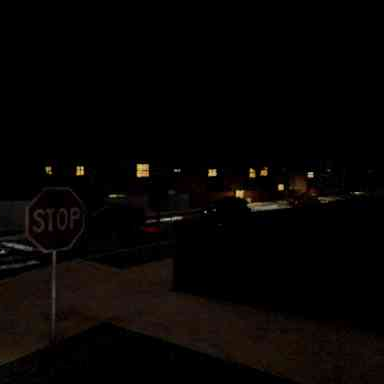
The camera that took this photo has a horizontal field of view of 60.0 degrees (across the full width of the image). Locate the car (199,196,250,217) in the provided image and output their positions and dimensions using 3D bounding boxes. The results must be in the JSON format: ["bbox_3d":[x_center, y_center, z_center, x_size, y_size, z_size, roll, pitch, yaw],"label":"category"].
[{"bbox_3d":[2.480,1.092,24.529,1.837,1.490,4.892,1,2,41],"label":"car"}]

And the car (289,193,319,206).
[{"bbox_3d":[12.029,0.817,35.607,1.994,1.385,4.181,1,2,41],"label":"car"}]

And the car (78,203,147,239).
[{"bbox_3d":[-4.473,1.320,16.445,2.128,1.511,4.902,1,2,41],"label":"car"}]
